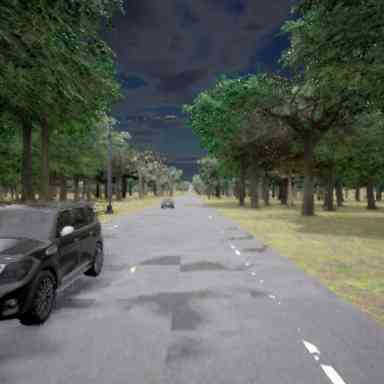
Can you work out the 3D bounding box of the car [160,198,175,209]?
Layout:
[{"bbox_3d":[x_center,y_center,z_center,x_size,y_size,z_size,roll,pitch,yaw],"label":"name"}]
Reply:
[{"bbox_3d":[-3.603,1.696,49.487,1.837,1.490,4.892,0,0,0],"label":"car"}]

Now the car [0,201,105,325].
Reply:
[{"bbox_3d":[-3.604,1.260,7.527,2.150,2.045,5.566,0,0,0],"label":"car"}]
